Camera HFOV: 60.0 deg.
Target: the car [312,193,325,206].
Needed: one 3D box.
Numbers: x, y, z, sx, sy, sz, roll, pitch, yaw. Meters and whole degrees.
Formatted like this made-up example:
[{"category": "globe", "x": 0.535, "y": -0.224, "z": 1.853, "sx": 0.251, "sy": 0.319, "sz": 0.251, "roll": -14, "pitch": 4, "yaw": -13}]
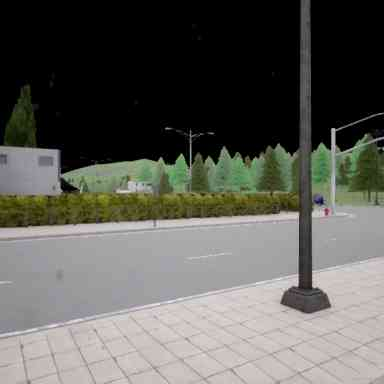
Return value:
[{"category": "car", "x": 18.810, "y": 1.223, "z": 54.102, "sx": 2.150, "sy": 2.045, "sz": 5.566, "roll": 0, "pitch": 0, "yaw": -32}]
